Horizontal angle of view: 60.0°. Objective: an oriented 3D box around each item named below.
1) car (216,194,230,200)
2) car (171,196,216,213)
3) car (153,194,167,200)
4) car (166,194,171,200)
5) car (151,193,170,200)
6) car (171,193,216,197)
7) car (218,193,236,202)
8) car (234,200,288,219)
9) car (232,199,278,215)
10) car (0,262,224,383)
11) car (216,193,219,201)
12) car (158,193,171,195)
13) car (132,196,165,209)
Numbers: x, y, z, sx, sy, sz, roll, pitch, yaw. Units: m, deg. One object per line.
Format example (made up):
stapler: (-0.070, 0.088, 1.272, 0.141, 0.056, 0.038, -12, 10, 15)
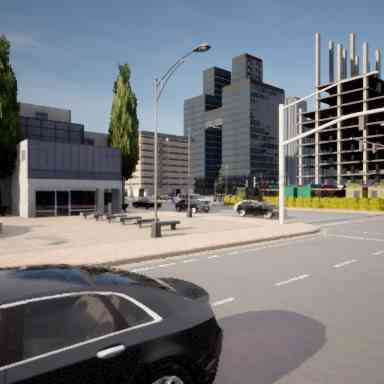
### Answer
car: (8.729, 1.395, 94.167, 3.806, 1.475, 1.970, 0, 0, -40)
car: (0.014, 1.505, 36.670, 1.837, 1.490, 4.892, 0, 0, -38)
car: (-6.398, 1.478, 50.499, 1.882, 1.535, 5.008, 0, 0, -38)
car: (-1.740, 1.491, 56.191, 2.128, 1.511, 4.902, 0, 0, -38)
car: (-8.247, 1.153, 87.357, 4.605, 1.855, 1.932, 0, 0, -40)
car: (0.093, 1.221, 42.227, 2.150, 2.045, 5.566, 0, 0, -38)
car: (7.960, 1.395, 67.782, 3.806, 1.475, 1.970, 0, 0, -40)
car: (6.027, 1.492, 29.032, 2.128, 1.511, 4.902, 0, 0, -38)
car: (6.386, 1.525, 34.266, 1.812, 1.442, 4.674, 0, 0, -38)
car: (-1.908, 1.505, 2.810, 4.892, 1.490, 1.837, 0, 0, -37)
car: (6.119, 1.156, 70.017, 3.866, 1.878, 1.905, 0, 0, -40)
car: (-6.441, 1.156, 85.095, 3.866, 1.878, 1.905, 0, 0, -40)
car: (-6.093, 1.601, 44.433, 1.895, 1.301, 4.718, 0, 0, -38)
